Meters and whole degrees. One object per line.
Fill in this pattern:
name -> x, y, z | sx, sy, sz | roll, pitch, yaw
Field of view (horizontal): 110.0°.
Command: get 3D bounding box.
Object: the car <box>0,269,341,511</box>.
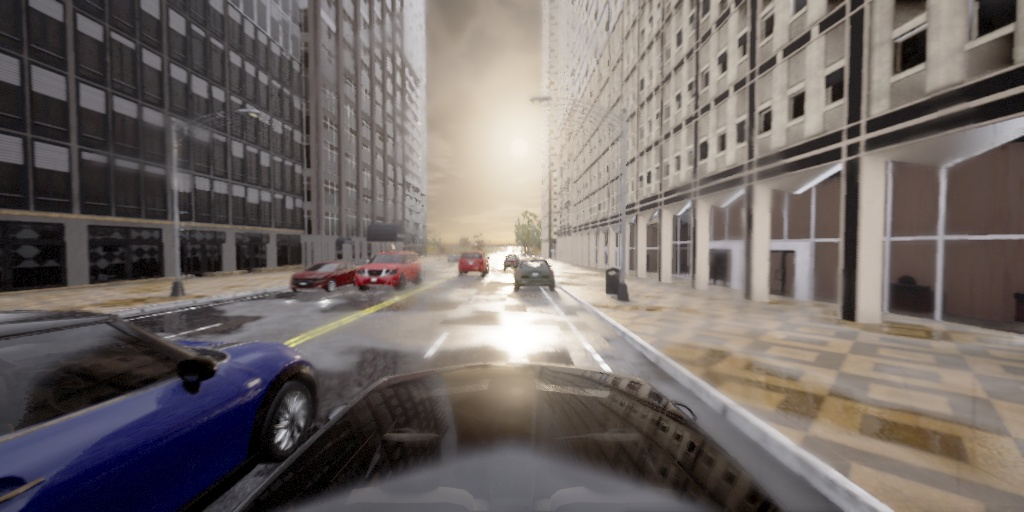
car -> -3.169, 1.097, 2.079 | 2.097, 1.767, 4.553 | 0, 1, 0

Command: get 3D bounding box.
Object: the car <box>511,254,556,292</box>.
car -> 1.139, 0.886, 19.625 | 2.097, 1.767, 4.553 | 0, 1, 0

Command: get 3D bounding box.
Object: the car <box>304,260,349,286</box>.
car -> -9.842, 1.015, 19.393 | 1.882, 1.535, 5.008 | 0, 1, 0

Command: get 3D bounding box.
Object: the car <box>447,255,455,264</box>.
car -> -9.771, 0.515, 60.620 | 2.128, 1.511, 4.902 | 0, 1, 1

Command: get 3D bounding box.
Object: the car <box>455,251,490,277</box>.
car -> -3.146, 0.627, 30.375 | 2.150, 2.045, 5.566 | 0, 1, 0

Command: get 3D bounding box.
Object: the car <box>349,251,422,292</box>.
car -> -6.593, 0.756, 19.897 | 2.150, 2.045, 5.566 | 0, 0, 0

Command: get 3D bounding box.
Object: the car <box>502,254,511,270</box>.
car -> 0.021, 0.792, 39.846 | 1.837, 1.490, 4.892 | 0, 1, 0
